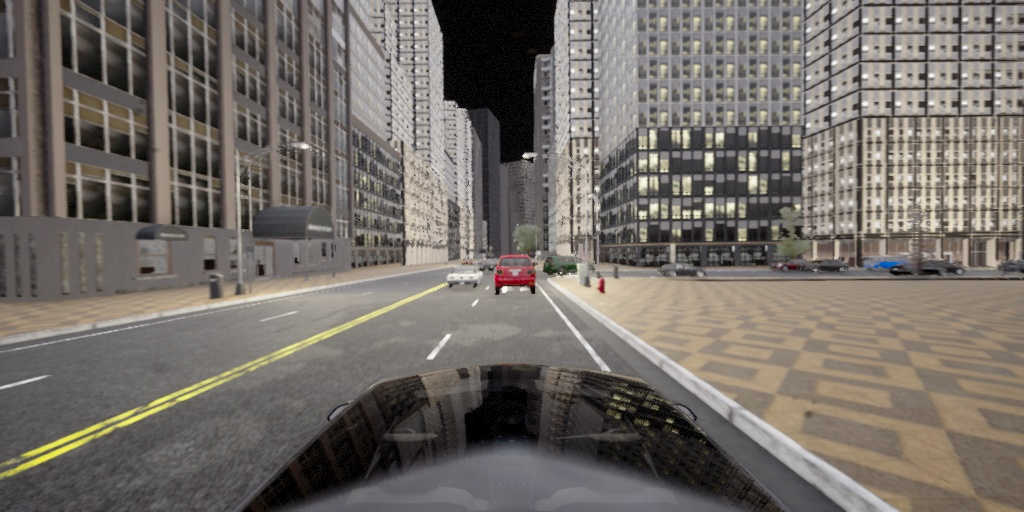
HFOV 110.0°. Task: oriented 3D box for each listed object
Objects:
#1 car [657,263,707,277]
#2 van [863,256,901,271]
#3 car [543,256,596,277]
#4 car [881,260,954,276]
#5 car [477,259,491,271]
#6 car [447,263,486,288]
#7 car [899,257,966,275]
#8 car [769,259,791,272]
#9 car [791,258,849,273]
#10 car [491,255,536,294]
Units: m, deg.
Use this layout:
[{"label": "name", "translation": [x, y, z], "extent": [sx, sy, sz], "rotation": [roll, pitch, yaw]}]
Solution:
[{"label": "car", "translation": [16.068, 1.336, 33.907], "extent": [4.403, 1.370, 2.007], "rotation": [0, 0, 0]}, {"label": "van", "translation": [44.222, 0.894, 42.624], "extent": [3.998, 1.789, 1.690], "rotation": [0, 0, 0]}, {"label": "car", "translation": [5.882, 0.994, 36.544], "extent": [5.566, 2.045, 2.150], "rotation": [-1, -1, -25]}, {"label": "car", "translation": [38.635, 1.282, 34.202], "extent": [4.313, 1.339, 1.948], "rotation": [0, 0, 0]}, {"label": "car", "translation": [-2.951, 1.309, 44.521], "extent": [1.895, 1.301, 4.718], "rotation": [-1, 0, 0]}, {"label": "car", "translation": [-3.054, 1.366, 24.149], "extent": [1.895, 1.301, 4.718], "rotation": [-1, 0, 0]}, {"label": "car", "translation": [43.443, 1.159, 36.878], "extent": [4.892, 1.490, 1.837], "rotation": [0, 1, 0]}, {"label": "car", "translation": [32.940, 1.028, 42.540], "extent": [4.097, 1.591, 1.967], "rotation": [0, 0, 0]}, {"label": "car", "translation": [34.532, 1.133, 39.914], "extent": [4.892, 1.490, 1.837], "rotation": [0, 1, 0]}, {"label": "car", "translation": [0.173, 0.950, 20.422], "extent": [2.150, 2.045, 5.566], "rotation": [-1, 0, 0]}]
